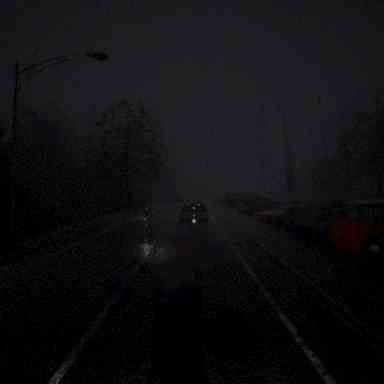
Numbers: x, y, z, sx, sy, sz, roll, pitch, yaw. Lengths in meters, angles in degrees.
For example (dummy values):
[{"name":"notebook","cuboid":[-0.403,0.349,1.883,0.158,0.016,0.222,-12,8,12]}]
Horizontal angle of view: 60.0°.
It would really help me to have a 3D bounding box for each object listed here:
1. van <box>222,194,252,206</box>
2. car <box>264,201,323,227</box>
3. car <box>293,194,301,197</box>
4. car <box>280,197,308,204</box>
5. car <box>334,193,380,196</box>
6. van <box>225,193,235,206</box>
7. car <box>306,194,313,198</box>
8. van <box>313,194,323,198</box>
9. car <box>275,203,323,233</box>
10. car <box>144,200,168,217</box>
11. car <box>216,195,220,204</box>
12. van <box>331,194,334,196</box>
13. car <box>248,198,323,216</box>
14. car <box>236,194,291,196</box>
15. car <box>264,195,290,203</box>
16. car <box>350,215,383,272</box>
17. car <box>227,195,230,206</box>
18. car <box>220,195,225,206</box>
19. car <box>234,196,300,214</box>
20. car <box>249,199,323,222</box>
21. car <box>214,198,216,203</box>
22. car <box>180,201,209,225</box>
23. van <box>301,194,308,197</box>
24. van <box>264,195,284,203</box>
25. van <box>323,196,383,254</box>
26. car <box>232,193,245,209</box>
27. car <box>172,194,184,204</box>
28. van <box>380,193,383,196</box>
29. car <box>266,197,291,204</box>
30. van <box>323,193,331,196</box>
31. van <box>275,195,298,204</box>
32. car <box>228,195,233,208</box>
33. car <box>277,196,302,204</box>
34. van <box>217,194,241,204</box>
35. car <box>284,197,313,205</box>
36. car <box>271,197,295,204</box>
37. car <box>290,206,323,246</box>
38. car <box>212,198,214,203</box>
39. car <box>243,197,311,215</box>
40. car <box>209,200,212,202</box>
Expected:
[{"name":"van","cuboid":[7.100,1.276,52.919,4.442,1.987,1.878,0,-1,0]},{"name":"car","cuboid":[7.015,1.480,19.622,4.792,1.488,2.163,0,0,0]},{"name":"car","cuboid":[20.126,1.536,55.454,5.366,1.575,1.946,0,-1,0]},{"name":"car","cuboid":[20.363,1.711,66.659,5.008,1.535,2.097,0,-1,0]},{"name":"car","cuboid":[20.196,1.182,38.979,5.566,2.045,2.435,0,0,0]},{"name":"van","cuboid":[7.057,1.208,44.607,4.442,1.987,1.878,0,0,0]},{"name":"car","cuboid":[20.287,1.453,49.915,5.008,1.535,2.097,0,-1,0]},{"name":"van","cuboid":[20.151,1.202,47.298,4.442,1.987,1.878,0,0,0]},{"name":"car","cuboid":[7.001,1.481,16.845,4.792,1.488,2.163,0,0,0]},{"name":"car","cuboid":[-3.279,1.470,30.976,1.812,1.442,4.674,0,0,0]},{"name":"car","cuboid":[7.216,1.617,58.468,4.792,1.488,2.163,0,-1,0]},{"name":"van","cuboid":[20.356,1.206,41.749,4.442,1.987,1.878,0,0,0]},{"name":"car","cuboid":[7.080,1.447,25.174,4.892,1.521,2.231,0,0,0]},{"name":"car","cuboid":[7.085,1.315,33.502,4.553,1.767,2.185,0,0,0]},{"name":"car","cuboid":[20.467,1.679,80.384,5.566,2.045,2.435,0,-1,0]},{"name":"car","cuboid":[7.016,1.487,8.516,4.792,1.488,2.163,0,0,0]},{"name":"car","cuboid":[7.162,1.475,41.831,4.674,1.452,2.002,0,0,0]},{"name":"car","cuboid":[7.217,1.180,47.383,5.566,2.045,2.435,0,0,0]},{"name":"car","cuboid":[6.917,1.440,30.727,5.366,1.575,1.946,0,0,0]},{"name":"car","cuboid":[6.874,1.445,22.399,5.366,1.575,1.946,0,0,0]},{"name":"car","cuboid":[7.280,1.673,64.018,5.008,1.535,2.097,0,-1,0]},{"name":"car","cuboid":[0.143,1.548,23.318,1.895,1.301,4.718,0,0,0]},{"name":"van","cuboid":[20.179,1.270,52.689,4.442,1.987,1.878,0,-1,0]},{"name":"van","cuboid":[20.572,1.766,83.274,4.442,1.987,1.878,0,-1,0]},{"name":"van","cuboid":[7.118,1.230,11.292,4.442,1.987,1.878,0,0,0]},{"name":"car","cuboid":[7.100,1.313,36.278,4.553,1.767,2.185,0,0,0]},{"name":"car","cuboid":[-3.011,1.527,72.110,2.150,2.045,5.566,0,-1,0]},{"name":"van","cuboid":[20.298,1.213,30.668,4.442,1.987,1.878,0,0,0]},{"name":"car","cuboid":[20.240,1.879,77.612,5.366,1.575,1.946,0,-1,0]},{"name":"van","cuboid":[20.369,1.204,44.394,4.442,1.987,1.878,0,0,0]},{"name":"van","cuboid":[20.513,1.569,72.077,4.442,1.987,1.878,0,-1,0]},{"name":"car","cuboid":[7.140,1.437,39.055,5.008,1.535,2.097,0,0,0]},{"name":"car","cuboid":[20.351,1.627,69.306,4.553,1.767,2.185,0,-1,0]},{"name":"van","cuboid":[7.406,1.490,66.797,4.442,1.987,1.878,0,-1,0]},{"name":"car","cuboid":[20.348,1.667,63.764,5.008,1.535,2.097,0,-1,0]},{"name":"car","cuboid":[20.404,1.839,74.844,4.892,1.521,2.231,0,-1,0]},{"name":"car","cuboid":[6.987,1.483,14.069,4.792,1.488,2.163,0,0,0]},{"name":"car","cuboid":[7.347,1.831,72.345,4.792,1.488,2.163,0,-1,0]},{"name":"car","cuboid":[7.081,1.446,27.950,4.892,1.521,2.231,0,0,0]},{"name":"car","cuboid":[7.304,1.593,75.126,5.566,2.045,2.435,0,-1,0]}]
